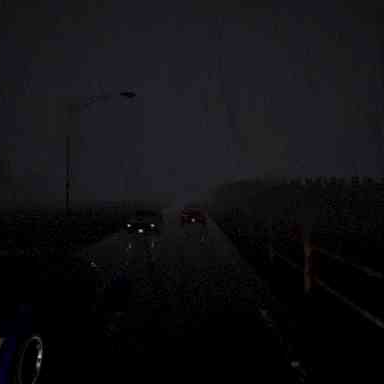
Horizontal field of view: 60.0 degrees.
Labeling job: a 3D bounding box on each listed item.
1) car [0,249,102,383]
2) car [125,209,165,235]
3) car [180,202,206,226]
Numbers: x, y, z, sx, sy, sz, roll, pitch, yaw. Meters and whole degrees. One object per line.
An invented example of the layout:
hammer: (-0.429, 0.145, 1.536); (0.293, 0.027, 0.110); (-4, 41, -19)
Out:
car: (-2.810, 1.616, 5.058); (1.994, 1.385, 4.181); (0, -1, 0)
car: (-2.763, 1.754, 20.747); (2.033, 1.411, 5.357); (0, -1, 1)
car: (0.103, 1.776, 25.354); (1.812, 1.442, 4.674); (0, 0, 0)
